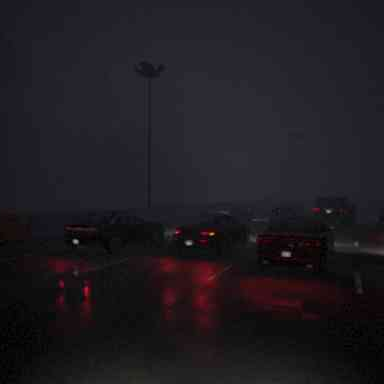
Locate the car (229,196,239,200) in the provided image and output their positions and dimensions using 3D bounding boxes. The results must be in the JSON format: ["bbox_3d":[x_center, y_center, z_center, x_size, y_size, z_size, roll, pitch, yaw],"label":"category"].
[{"bbox_3d":[9.522,1.648,67.875,1.882,1.535,5.008,0,0,43],"label":"car"}]

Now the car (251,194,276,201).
[{"bbox_3d":[14.044,1.385,62.494,2.150,2.045,5.566,0,0,45],"label":"car"}]

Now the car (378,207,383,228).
[{"bbox_3d":[13.415,1.562,21.875,2.128,1.511,4.902,0,0,32],"label":"car"}]

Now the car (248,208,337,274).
[{"bbox_3d":[3.544,1.509,10.946,1.882,1.535,5.008,0,-1,26],"label":"car"}]

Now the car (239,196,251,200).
[{"bbox_3d":[11.940,1.646,65.353,1.882,1.535,5.008,0,0,44],"label":"car"}]

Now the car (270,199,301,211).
[{"bbox_3d":[7.332,1.575,25.341,1.837,1.490,4.892,0,0,32],"label":"car"}]

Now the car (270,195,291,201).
[{"bbox_3d":[16.846,1.710,60.341,2.033,1.411,5.357,0,0,45],"label":"car"}]

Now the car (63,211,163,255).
[{"bbox_3d":[-2.941,1.516,13.607,2.128,1.511,4.902,0,-1,26],"label":"car"}]

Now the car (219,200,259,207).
[{"bbox_3d":[3.118,1.611,25.200,2.033,1.411,5.357,0,0,31],"label":"car"}]

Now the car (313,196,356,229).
[{"bbox_3d":[9.775,1.290,22.663,2.150,2.045,5.566,0,0,32],"label":"car"}]

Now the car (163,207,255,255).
[{"bbox_3d":[0.908,1.558,13.509,1.812,1.442,4.674,0,0,26],"label":"car"}]
